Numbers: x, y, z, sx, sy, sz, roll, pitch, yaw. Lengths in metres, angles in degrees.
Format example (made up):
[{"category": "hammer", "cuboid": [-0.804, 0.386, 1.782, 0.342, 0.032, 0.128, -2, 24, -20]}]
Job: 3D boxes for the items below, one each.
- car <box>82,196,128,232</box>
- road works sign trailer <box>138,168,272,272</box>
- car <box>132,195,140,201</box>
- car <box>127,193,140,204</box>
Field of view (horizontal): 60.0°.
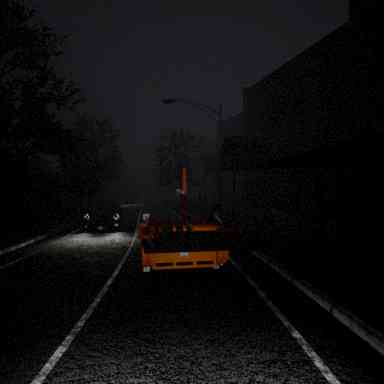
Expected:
[{"category": "car", "cuboid": [-5.219, 1.363, 20.126, 2.097, 1.767, 4.553, -1, 0, -8]}, {"category": "road works sign trailer", "cuboid": [0.027, 0.791, 7.720, 2.380, 2.880, 3.560, 0, 0, -10]}, {"category": "car", "cuboid": [-14.596, 1.567, 86.828, 1.994, 1.385, 4.181, -1, 0, -8]}, {"category": "car", "cuboid": [-11.135, 1.228, 62.023, 2.150, 2.045, 5.566, -1, 0, -8]}]
